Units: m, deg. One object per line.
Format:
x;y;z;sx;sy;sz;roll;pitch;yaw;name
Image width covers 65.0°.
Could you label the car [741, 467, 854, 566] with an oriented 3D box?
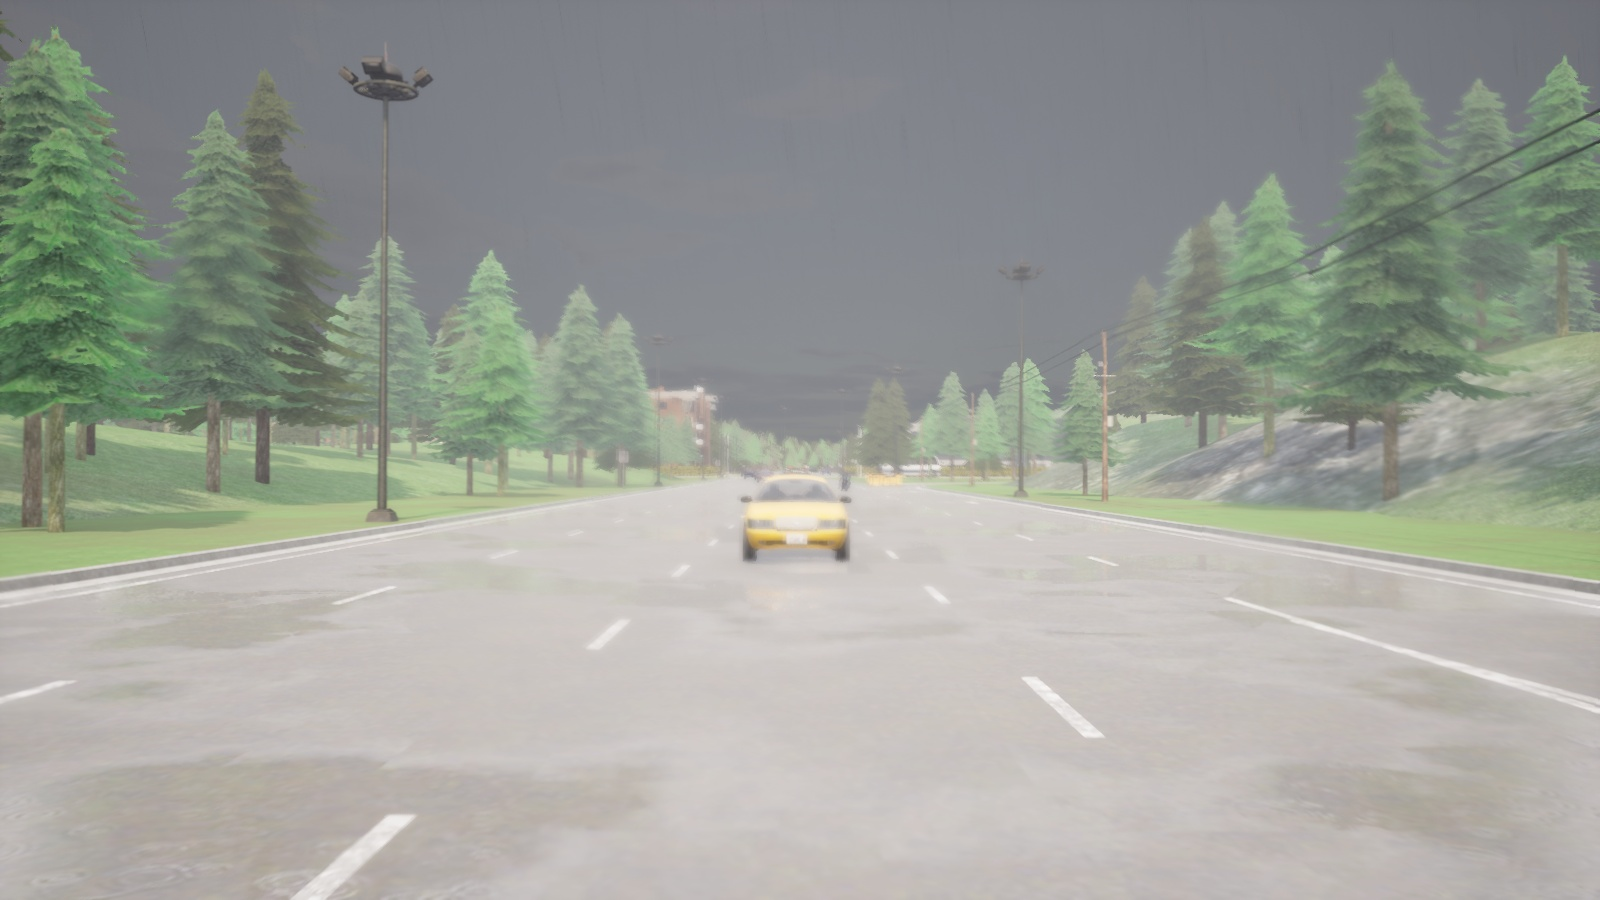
-0.067;1.092;22.705;1.801;1.575;5.366;0;-1;-1;car
